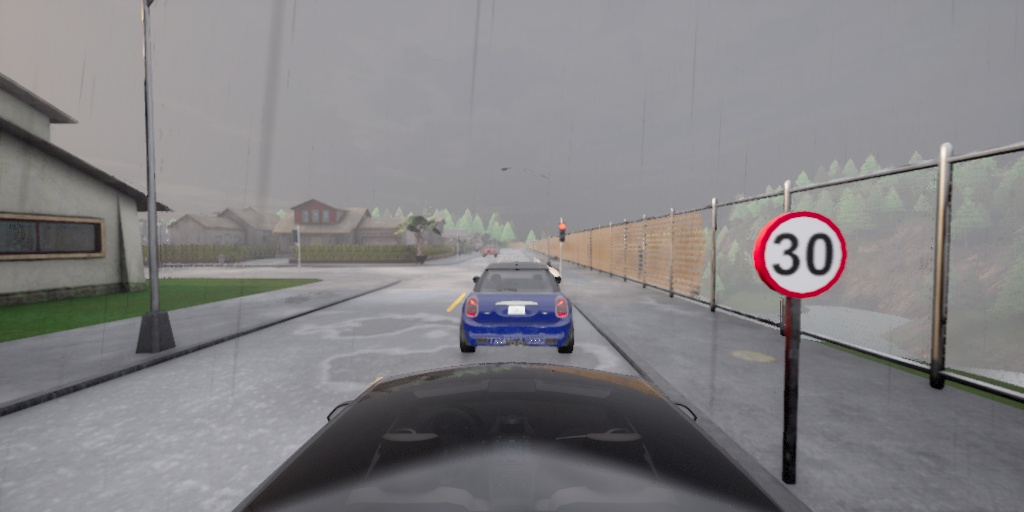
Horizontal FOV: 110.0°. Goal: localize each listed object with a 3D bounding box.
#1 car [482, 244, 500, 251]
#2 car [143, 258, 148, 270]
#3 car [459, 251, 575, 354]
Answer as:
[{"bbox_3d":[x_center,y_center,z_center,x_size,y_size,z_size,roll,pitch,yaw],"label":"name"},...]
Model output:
[{"bbox_3d":[-3.553,-0.857,58.109,2.150,2.045,5.566,0,2,1],"label":"car"},{"bbox_3d":[-30.192,0.387,26.753,5.008,1.535,1.882,0,2,1],"label":"car"},{"bbox_3d":[0.116,0.887,8.342,2.097,1.767,4.553,0,2,1],"label":"car"}]
